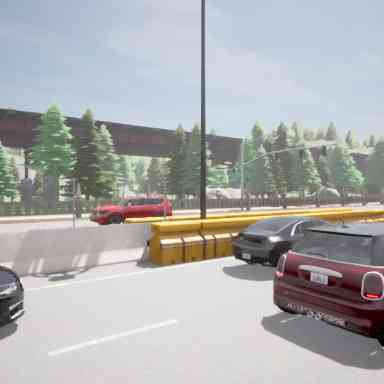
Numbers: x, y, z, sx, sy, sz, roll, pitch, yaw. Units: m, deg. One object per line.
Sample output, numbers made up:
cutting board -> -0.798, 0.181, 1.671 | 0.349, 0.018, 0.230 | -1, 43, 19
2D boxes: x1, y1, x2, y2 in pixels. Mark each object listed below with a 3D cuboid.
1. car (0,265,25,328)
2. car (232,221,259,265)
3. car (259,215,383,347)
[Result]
car -> -4.997, 1.491, 4.481 | 4.902, 1.511, 2.128 | 0, 0, -35
car -> 3.459, 1.505, 10.512 | 4.892, 1.490, 1.837 | 0, 0, -36
car -> 3.688, 1.352, 6.378 | 4.553, 1.767, 2.097 | 0, 0, -36
